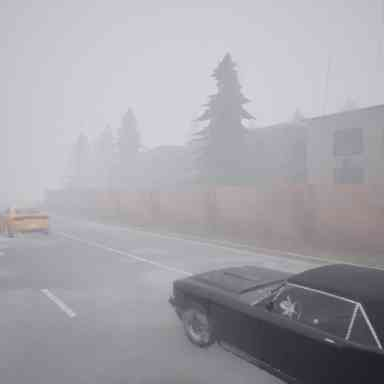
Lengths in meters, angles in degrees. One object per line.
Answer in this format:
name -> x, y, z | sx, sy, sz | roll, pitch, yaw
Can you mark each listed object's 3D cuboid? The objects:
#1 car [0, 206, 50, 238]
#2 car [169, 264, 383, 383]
car -> -9.221, 1.477, 18.053 | 1.882, 1.535, 5.008 | 0, 0, -38
car -> 1.702, 1.601, 4.138 | 1.895, 1.301, 4.718 | 0, 0, -38
